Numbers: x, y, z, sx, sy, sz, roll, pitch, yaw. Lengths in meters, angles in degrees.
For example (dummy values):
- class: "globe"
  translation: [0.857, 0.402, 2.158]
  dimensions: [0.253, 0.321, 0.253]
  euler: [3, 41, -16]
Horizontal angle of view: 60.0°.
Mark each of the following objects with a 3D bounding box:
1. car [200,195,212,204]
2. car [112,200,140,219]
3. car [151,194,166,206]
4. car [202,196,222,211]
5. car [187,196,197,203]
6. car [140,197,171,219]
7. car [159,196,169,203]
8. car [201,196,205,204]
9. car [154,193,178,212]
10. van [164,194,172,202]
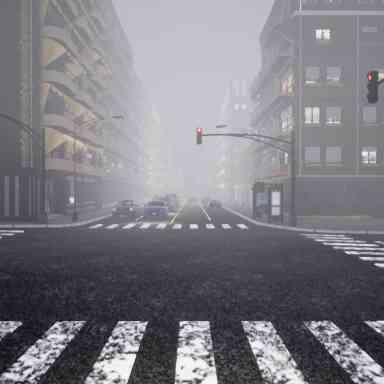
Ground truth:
- class: "car"
  translation: [2.634, 1.460, 63.027]
  dimensions: [1.967, 1.590, 4.097]
  euler: [0, 0, 0]
- class: "car"
  translation: [-5.718, 1.448, 29.193]
  dimensions: [1.967, 1.590, 4.097]
  euler: [0, 0, 0]
- class: "car"
  translation: [-5.742, 1.333, 57.386]
  dimensions: [2.192, 1.841, 5.009]
  euler: [0, 0, 0]
- class: "car"
  translation: [2.654, 1.563, 40.472]
  dimensions: [2.008, 1.369, 4.403]
  euler: [0, 0, 0]
- class: "car"
  translation: [0.040, 1.586, 69.695]
  dimensions: [1.994, 1.385, 4.181]
  euler: [0, 0, 0]
- class: "car"
  translation: [-3.113, 1.486, 29.276]
  dimensions: [1.882, 1.535, 5.008]
  euler: [0, 0, -1]
- class: "car"
  translation: [-5.750, 1.547, 68.494]
  dimensions: [1.752, 1.417, 4.829]
  euler: [0, 0, 0]
- class: "car"
  translation: [2.649, 1.559, 46.110]
  dimensions: [1.887, 1.381, 4.507]
  euler: [0, 0, 0]
- class: "car"
  translation: [-3.120, 1.363, 38.904]
  dimensions: [2.097, 1.767, 4.553]
  euler: [0, 0, 0]
- class: "van"
  translation: [-5.760, 1.366, 79.942]
  dimensions: [1.690, 1.788, 3.998]
  euler: [0, 0, 0]
